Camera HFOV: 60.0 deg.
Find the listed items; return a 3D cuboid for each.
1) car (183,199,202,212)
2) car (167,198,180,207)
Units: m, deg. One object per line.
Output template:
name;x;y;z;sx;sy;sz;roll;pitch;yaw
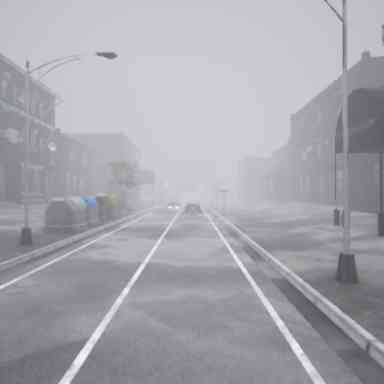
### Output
car;0.094;1.597;39.359;1.812;1.442;4.674;0;1;0
car;-3.037;1.708;55.910;1.994;1.385;4.181;0;0;1
